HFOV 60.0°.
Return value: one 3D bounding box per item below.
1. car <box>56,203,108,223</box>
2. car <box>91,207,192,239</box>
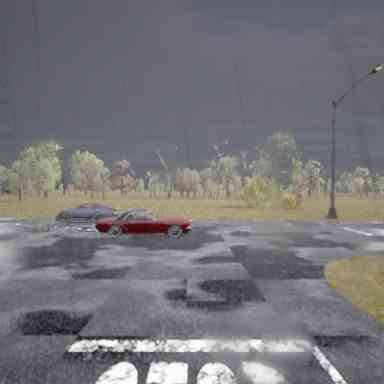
[{"bbox_3d":[-7.485,1.481,23.905,4.181,1.385,1.994,1,1,0],"label":"car"},{"bbox_3d":[-2.331,1.607,16.868,4.718,1.301,1.895,0,0,0],"label":"car"}]
